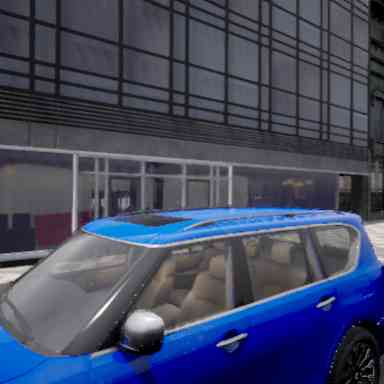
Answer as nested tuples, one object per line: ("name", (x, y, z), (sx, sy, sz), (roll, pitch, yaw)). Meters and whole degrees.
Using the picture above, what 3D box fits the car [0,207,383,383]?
("car", (-0.238, 1.219, 3.189), (5.566, 2.045, 2.150), (0, 0, -36))
